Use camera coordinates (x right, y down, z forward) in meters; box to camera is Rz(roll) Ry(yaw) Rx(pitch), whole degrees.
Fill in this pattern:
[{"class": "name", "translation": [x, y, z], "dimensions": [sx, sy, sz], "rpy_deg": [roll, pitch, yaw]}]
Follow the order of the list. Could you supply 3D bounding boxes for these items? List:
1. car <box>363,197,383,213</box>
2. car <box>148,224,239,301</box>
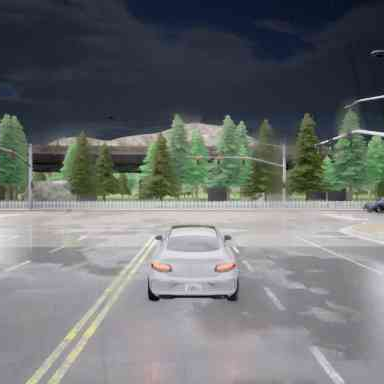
[{"class": "car", "translation": [20.729, 1.296, 35.327], "dimensions": [4.553, 1.767, 2.097], "rpy_deg": [0, 0, 0]}, {"class": "car", "translation": [0.032, 1.526, 8.192], "dimensions": [1.812, 1.442, 4.674], "rpy_deg": [0, 0, 0]}]
